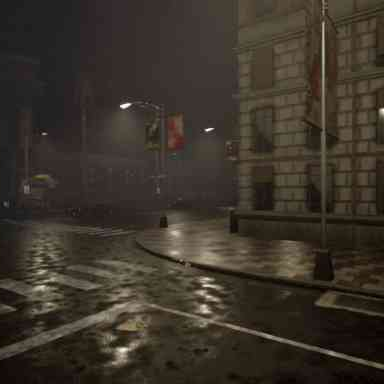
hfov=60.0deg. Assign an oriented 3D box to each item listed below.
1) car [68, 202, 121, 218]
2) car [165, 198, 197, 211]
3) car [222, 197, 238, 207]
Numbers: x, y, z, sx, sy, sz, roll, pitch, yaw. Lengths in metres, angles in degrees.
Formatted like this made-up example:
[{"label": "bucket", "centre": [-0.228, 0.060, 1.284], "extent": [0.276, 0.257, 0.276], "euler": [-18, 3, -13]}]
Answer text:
[{"label": "car", "centre": [-8.882, 1.601, 30.461], "extent": [1.895, 1.301, 4.718], "euler": [0, 0, 36]}, {"label": "car", "centre": [-1.348, 1.492, 40.723], "extent": [2.128, 1.511, 4.902], "euler": [0, 0, 37]}, {"label": "car", "centre": [6.467, 1.526, 50.349], "extent": [1.812, 1.442, 4.674], "euler": [0, 0, 44]}]
